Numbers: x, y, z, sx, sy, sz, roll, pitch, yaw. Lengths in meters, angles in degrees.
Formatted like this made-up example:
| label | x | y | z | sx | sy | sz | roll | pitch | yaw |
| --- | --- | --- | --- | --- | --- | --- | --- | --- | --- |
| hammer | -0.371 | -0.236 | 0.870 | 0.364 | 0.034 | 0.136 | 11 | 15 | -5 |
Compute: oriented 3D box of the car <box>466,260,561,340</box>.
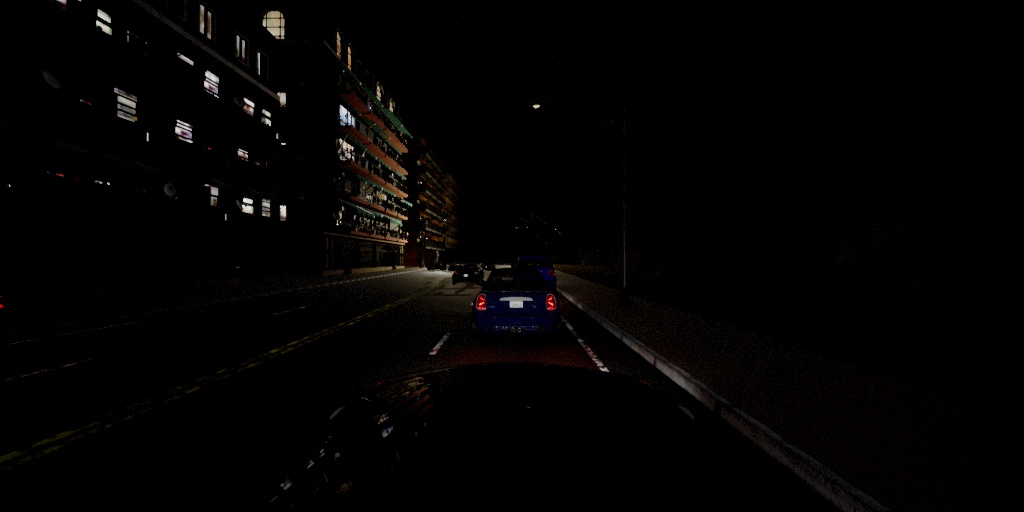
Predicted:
| label | x | y | z | sx | sy | sz | roll | pitch | yaw |
| --- | --- | --- | --- | --- | --- | --- | --- | --- | --- |
| car | 0.095 | 1.103 | 10.150 | 2.097 | 1.767 | 4.553 | 0 | 0 | 0 |

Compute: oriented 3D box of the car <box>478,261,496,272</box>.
| label | x | y | z | sx | sy | sz | roll | pitch | yaw |
| --- | --- | --- | --- | --- | --- | --- | --- | --- | --- |
| car | -3.155 | 1.315 | 45.869 | 1.994 | 1.385 | 4.181 | 0 | 0 | 0 |

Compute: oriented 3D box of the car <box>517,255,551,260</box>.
| label | x | y | z | sx | sy | sz | roll | pitch | yaw |
| --- | --- | --- | --- | --- | --- | --- | --- | --- | --- |
| car | 1.132 | 0.977 | 19.725 | 2.150 | 2.045 | 5.566 | 0 | 0 | 0 |

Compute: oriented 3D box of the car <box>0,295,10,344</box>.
| label | x | y | z | sx | sy | sz | roll | pitch | yaw |
| --- | --- | --- | --- | --- | --- | --- | --- | --- | --- |
| car | -9.854 | 0.972 | 3.843 | 2.150 | 2.045 | 5.566 | 0 | 0 | 0 |

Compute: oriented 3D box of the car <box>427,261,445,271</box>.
| label | x | y | z | sx | sy | sz | roll | pitch | yaw |
| --- | --- | --- | --- | --- | --- | --- | --- | --- | --- |
| car | -9.857 | 1.315 | 47.227 | 1.994 | 1.385 | 4.181 | 0 | 0 | 0 |

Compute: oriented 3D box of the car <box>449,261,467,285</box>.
| label | x | y | z | sx | sy | sz | roll | pitch | yaw |
| --- | --- | --- | --- | --- | --- | --- | --- | --- | --- |
| car | -3.157 | 1.315 | 26.511 | 1.994 | 1.385 | 4.181 | 0 | 0 | 0 |

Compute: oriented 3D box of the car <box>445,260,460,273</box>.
| label | x | y | z | sx | sy | sz | roll | pitch | yaw |
| --- | --- | --- | --- | --- | --- | --- | --- | --- | --- |
| car | -6.608 | 1.277 | 43.880 | 1.812 | 1.442 | 4.674 | 0 | 0 | 0 |
